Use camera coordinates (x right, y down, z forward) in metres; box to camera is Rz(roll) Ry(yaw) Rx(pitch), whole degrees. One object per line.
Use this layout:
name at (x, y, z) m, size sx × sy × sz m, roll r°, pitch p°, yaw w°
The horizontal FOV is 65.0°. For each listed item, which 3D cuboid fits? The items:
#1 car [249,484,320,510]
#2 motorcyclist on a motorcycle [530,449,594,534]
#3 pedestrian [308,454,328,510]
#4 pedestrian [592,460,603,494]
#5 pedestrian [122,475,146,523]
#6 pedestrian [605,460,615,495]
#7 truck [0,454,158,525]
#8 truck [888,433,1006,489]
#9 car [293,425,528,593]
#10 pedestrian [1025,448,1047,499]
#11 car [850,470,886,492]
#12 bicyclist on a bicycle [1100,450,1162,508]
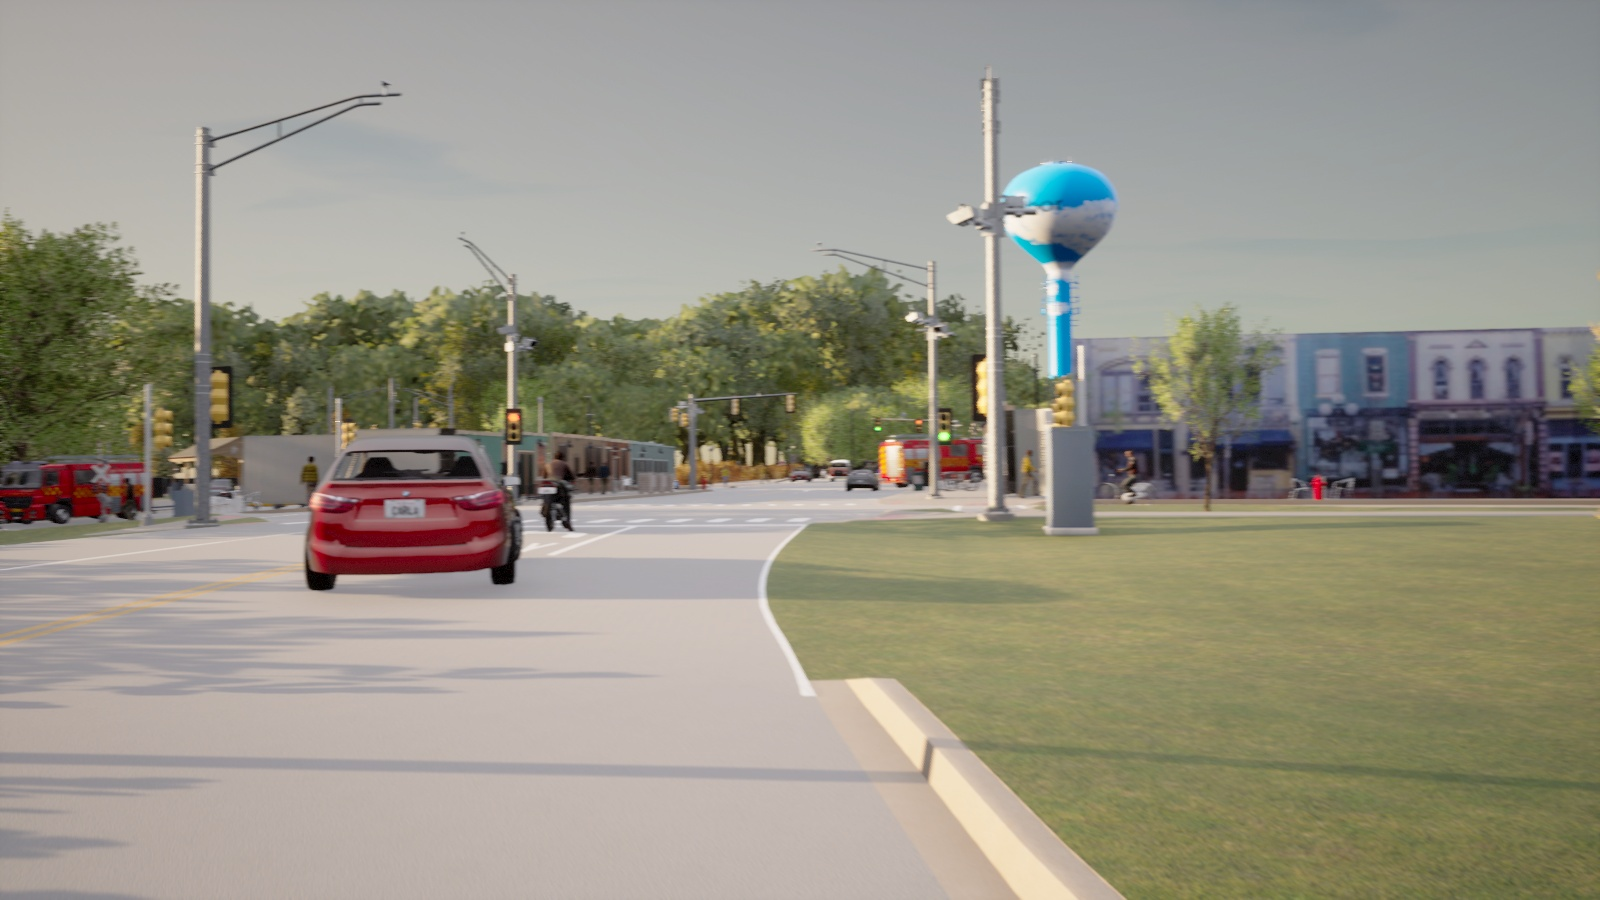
car at (-35.041, 3.165, 85.550) m, size 1.801 × 1.575 × 5.366 m, roll 0°, pitch 0°, yaw 12°
motorcyclist on a motorcycle at (-4.498, 0.772, 23.868) m, size 0.797 × 1.523 × 2.044 m, roll 0°, pitch -1°, yaw 1°
pedestrian at (-16.087, 1.078, 41.903) m, size 0.431 × 1.840 × 0.709 m, roll 0°, pitch -2°, yaw -4°
pedestrian at (-10.779, 1.441, 66.822) m, size 0.431 × 1.840 × 0.703 m, roll -1°, pitch -2°, yaw 7°
pedestrian at (-25.862, 1.891, 48.764) m, size 0.703 × 1.840 × 0.431 m, roll 0°, pitch -2°, yaw -2°
pedestrian at (-10.155, 1.458, 67.101) m, size 0.402 × 1.842 × 0.726 m, roll -1°, pitch -2°, yaw 5°
truck at (-41.644, 2.185, 72.851) m, size 2.891 × 3.827 × 8.468 m, roll -1°, pitch 0°, yaw 15°
truck at (10.796, 0.785, 91.885) m, size 8.468 × 3.827 × 2.891 m, roll -1°, pitch -2°, yaw -32°
car at (-4.425, 0.587, 15.026) m, size 2.242 × 1.667 × 4.611 m, roll 0°, pitch 0°, yaw -12°
pedestrian at (8.557, 0.860, 45.494) m, size 0.726 × 1.835 × 0.370 m, roll -1°, pitch -2°, yaw 15°
car at (4.381, 1.961, 80.278) m, size 1.994 × 1.385 × 4.181 m, roll -1°, pitch -1°, yaw 8°
bicyclist on a bicycle at (10.357, 0.913, 39.322) m, size 1.843 × 1.776 × 0.659 m, roll 0°, pitch -1°, yaw 12°
